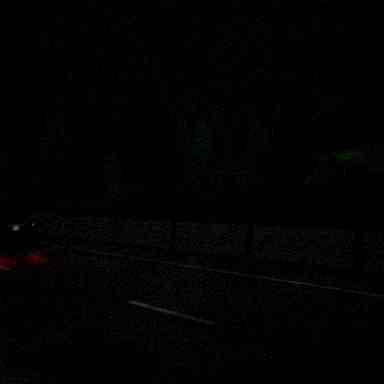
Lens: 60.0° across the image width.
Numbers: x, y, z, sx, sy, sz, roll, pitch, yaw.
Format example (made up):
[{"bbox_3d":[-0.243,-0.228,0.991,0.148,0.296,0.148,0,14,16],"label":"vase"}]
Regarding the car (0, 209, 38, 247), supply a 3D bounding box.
[{"bbox_3d":[-8.905,1.531,14.860,4.553,1.767,2.097,-1,-1,36],"label":"car"}]
